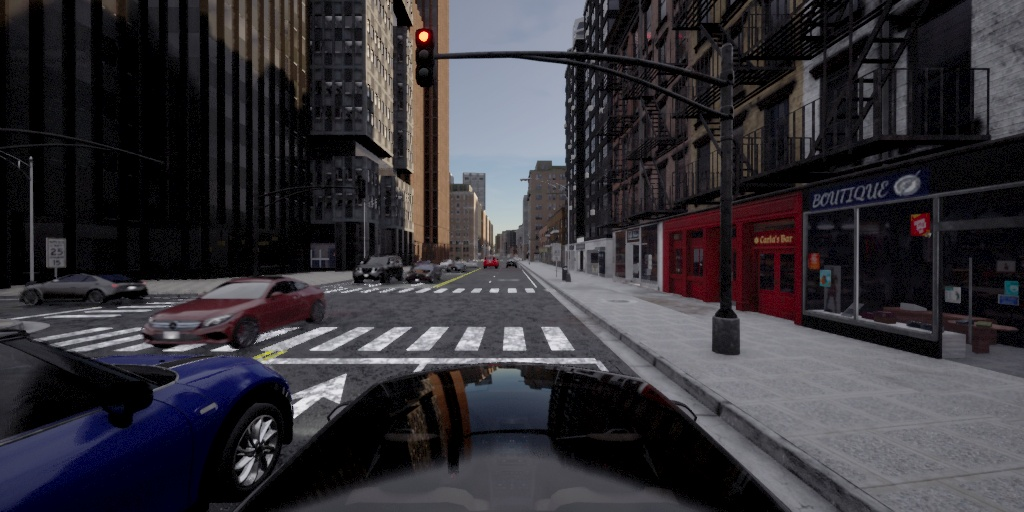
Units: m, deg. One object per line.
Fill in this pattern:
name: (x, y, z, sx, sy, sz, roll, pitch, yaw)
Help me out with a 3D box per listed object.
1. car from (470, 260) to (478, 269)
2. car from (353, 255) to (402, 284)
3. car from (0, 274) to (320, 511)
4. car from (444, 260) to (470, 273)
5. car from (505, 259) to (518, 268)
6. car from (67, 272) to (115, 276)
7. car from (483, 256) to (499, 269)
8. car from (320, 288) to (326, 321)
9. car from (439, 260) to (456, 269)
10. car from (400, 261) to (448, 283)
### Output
car: (-6.716, 1.367, 57.995, 1.895, 1.301, 4.718, 0, 0, 0)
car: (-9.929, 0.977, 27.192, 2.150, 2.045, 5.566, 0, 0, 0)
car: (-3.145, 1.102, 1.592, 2.097, 1.767, 4.553, 0, 0, 0)
car: (-6.719, 1.327, 43.571, 1.994, 1.385, 4.181, 0, 0, 0)
car: (-0.083, 1.272, 61.835, 1.837, 1.490, 4.892, 0, 0, 0)
car: (-19.409, 1.452, 16.390, 4.181, 1.385, 1.994, -1, 0, -1)
car: (-3.420, 0.988, 58.051, 2.150, 2.045, 5.566, 0, 0, 0)
car: (-6.620, 1.276, 9.290, 1.812, 1.442, 4.674, 0, 0, 0)
car: (-9.972, 1.292, 55.726, 1.812, 1.442, 4.674, 0, 0, 0)
car: (-6.677, 1.303, 27.818, 2.033, 1.411, 5.357, 0, 0, 0)
